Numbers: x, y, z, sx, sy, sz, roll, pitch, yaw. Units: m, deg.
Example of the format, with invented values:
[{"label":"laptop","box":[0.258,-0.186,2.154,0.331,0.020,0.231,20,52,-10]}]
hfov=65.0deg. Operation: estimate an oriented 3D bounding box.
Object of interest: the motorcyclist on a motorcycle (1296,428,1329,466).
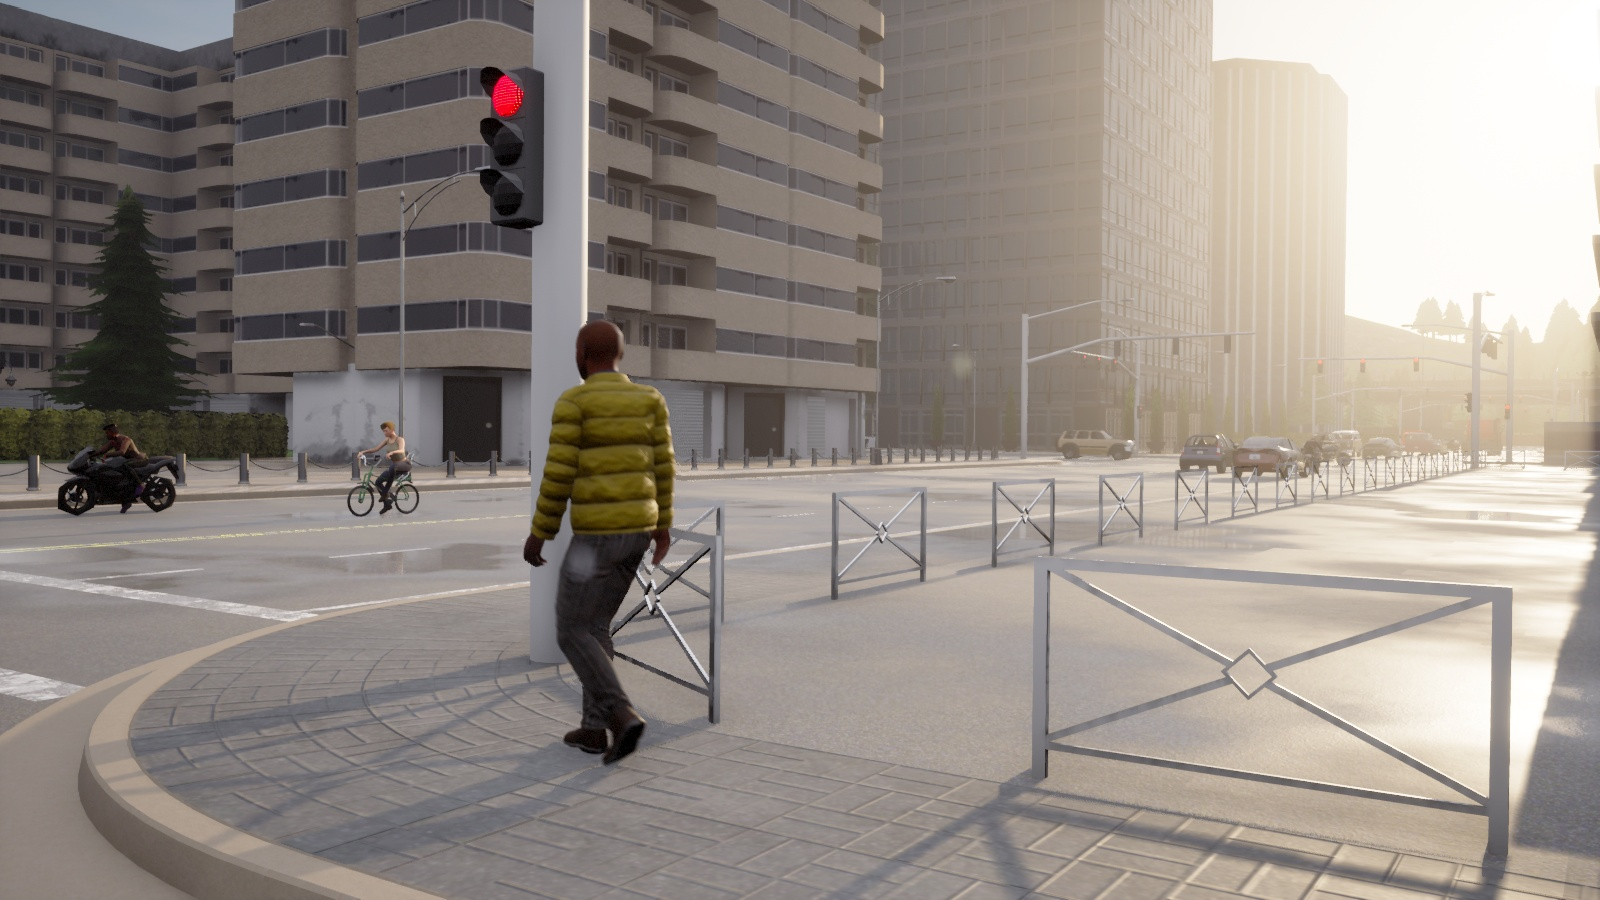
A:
[{"label":"motorcyclist on a motorcycle","box":[21.191,-0.134,51.919,0.866,1.530,2.191,0,1,33]}]

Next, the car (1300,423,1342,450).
[{"label":"car","box":[36.743,-0.994,88.571,1.932,1.855,4.605,0,1,33]}]

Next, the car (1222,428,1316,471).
[{"label":"car","box":[17.128,-0.048,45.693,2.163,1.488,4.792,0,1,33]}]

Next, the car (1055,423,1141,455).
[{"label":"car","box":[17.524,-0.657,73.897,4.605,1.855,1.932,0,2,25]}]

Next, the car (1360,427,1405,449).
[{"label":"car","box":[41.162,-0.848,88.718,1.837,1.490,4.892,-1,0,37]}]

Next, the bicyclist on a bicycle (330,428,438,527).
[{"label":"bicyclist on a bicycle","box":[-7.076,0.440,21.409,0.866,1.612,1.509,0,1,33]}]

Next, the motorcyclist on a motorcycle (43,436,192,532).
[{"label":"motorcyclist on a motorcycle","box":[-11.443,0.529,21.112,0.797,1.523,2.044,0,1,33]}]

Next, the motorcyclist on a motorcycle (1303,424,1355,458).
[{"label":"motorcyclist on a motorcycle","box":[26.775,-0.457,63.569,2.350,1.649,0.766,0,1,32]}]

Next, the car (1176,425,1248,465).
[{"label":"car","box":[17.102,-0.236,52.056,1.851,1.617,3.988,0,1,33]}]

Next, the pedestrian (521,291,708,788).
[{"label":"pedestrian","box":[-0.752,0.328,5.029,0.370,1.835,0.726,-1,1,-43]}]
